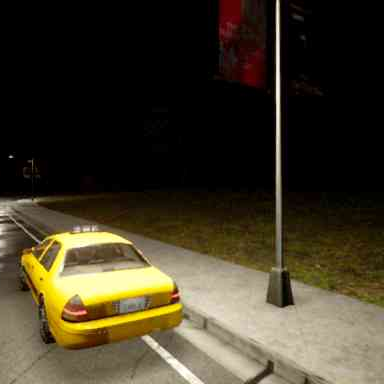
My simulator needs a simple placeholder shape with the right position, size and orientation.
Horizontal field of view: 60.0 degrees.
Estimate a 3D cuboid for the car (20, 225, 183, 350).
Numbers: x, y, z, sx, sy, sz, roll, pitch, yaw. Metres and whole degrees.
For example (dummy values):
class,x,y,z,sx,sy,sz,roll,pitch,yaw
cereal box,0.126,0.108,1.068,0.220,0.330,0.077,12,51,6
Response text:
class,x,y,z,sx,sy,sz,roll,pitch,yaw
car,-2.154,1.416,6.461,1.801,1.575,5.366,1,0,-33
